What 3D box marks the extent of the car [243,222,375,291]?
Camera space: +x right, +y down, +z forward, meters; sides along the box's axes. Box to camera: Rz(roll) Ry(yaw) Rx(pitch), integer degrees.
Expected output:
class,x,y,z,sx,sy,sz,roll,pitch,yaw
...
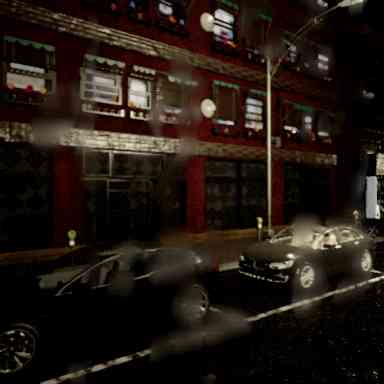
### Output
class,x,y,z,sx,sy,sz,roll,pitch,yaw
car,3.178,1.523,8.827,4.403,1.369,2.008,0,0,-35

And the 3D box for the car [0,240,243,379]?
class,x,y,z,sx,sy,sz,roll,pitch,yaw
car,-1.460,1.559,5.520,4.313,1.339,1.947,0,0,-35
